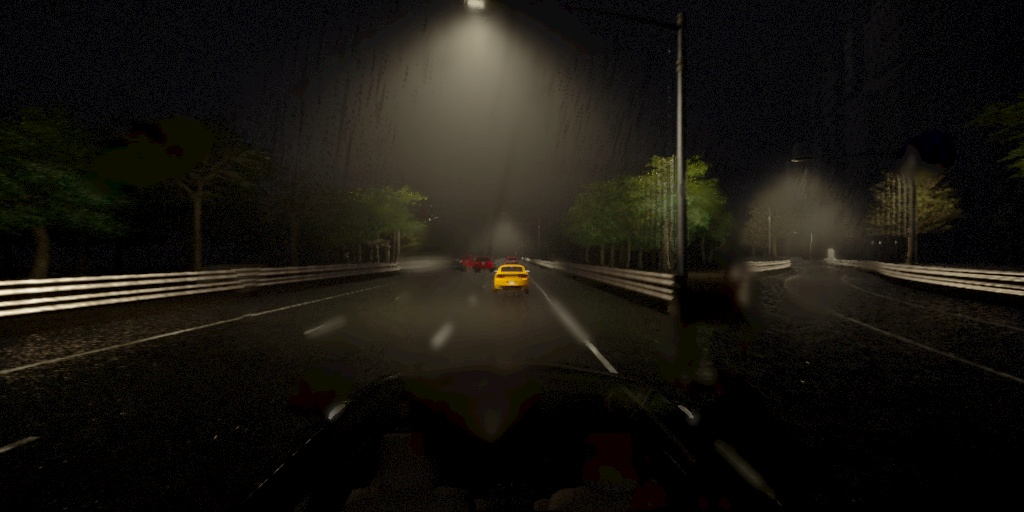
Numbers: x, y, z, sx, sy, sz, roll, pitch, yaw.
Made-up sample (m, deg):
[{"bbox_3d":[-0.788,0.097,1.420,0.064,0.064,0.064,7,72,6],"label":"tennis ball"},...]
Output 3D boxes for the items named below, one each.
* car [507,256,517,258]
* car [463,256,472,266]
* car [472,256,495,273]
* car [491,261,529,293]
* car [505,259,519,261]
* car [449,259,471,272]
[{"bbox_3d":[0.005,1.088,58.097,2.150,2.045,5.566,0,0,0],"label":"car"},{"bbox_3d":[-6.980,1.093,59.941,2.150,2.045,5.566,0,0,0],"label":"car"},{"bbox_3d":[-3.501,1.059,46.545,2.150,2.045,5.566,0,0,0],"label":"car"},{"bbox_3d":[-0.002,1.246,21.016,1.882,1.535,5.008,0,0,0],"label":"car"},{"bbox_3d":[0.005,1.394,42.557,1.994,1.385,4.181,0,1,0],"label":"car"},{"bbox_3d":[-6.998,1.403,47.367,1.994,1.385,4.181,0,0,0],"label":"car"}]
